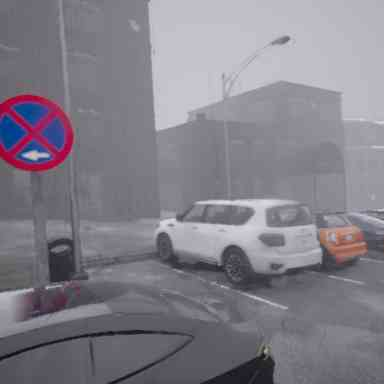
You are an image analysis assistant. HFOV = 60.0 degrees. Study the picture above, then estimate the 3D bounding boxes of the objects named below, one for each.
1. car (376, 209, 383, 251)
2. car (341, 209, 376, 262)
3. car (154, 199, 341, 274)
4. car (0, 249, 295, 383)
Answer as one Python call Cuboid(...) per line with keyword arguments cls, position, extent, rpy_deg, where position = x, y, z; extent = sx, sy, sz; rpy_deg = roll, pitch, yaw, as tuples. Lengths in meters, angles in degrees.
Cuboid(cls="car", position=(5.692, 1.496, 13.072), extent=(2.002, 1.452, 4.674), rpy_deg=(0, 0, -36))
Cuboid(cls="car", position=(3.318, 1.337, 11.341), extent=(2.185, 1.767, 4.553), rpy_deg=(0, 0, -36))
Cuboid(cls="car", position=(0.994, 1.217, 9.754), extent=(2.435, 2.045, 5.566), rpy_deg=(0, 0, -36))
Cuboid(cls="car", position=(-1.368, 1.526, 2.386), extent=(4.674, 1.442, 1.812), rpy_deg=(0, 0, -36))
